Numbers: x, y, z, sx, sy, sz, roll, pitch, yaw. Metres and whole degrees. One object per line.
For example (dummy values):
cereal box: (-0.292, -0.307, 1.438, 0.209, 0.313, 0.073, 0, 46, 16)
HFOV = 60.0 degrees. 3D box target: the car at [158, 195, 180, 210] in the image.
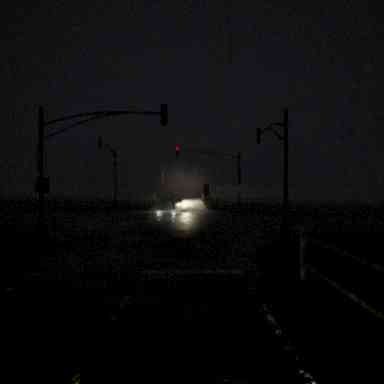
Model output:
car: (-2.766, 1.236, 38.055, 1.882, 1.535, 5.008, 0, 2, 0)

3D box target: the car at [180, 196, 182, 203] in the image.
car: (-2.701, 1.172, 55.302, 1.994, 1.385, 4.181, 0, 1, 0)
